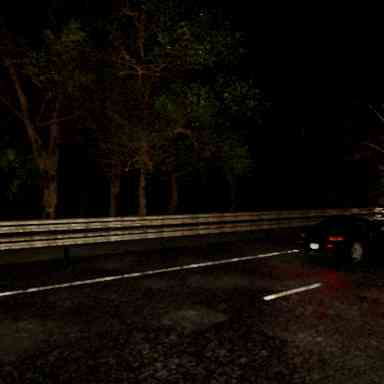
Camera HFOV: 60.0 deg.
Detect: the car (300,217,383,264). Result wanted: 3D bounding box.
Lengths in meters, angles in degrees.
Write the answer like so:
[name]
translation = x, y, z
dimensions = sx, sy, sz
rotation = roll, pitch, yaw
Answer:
[car]
translation = 5.910, 1.648, 12.355
dimensions = 4.674, 1.442, 1.812
rotation = 1, 0, -36
